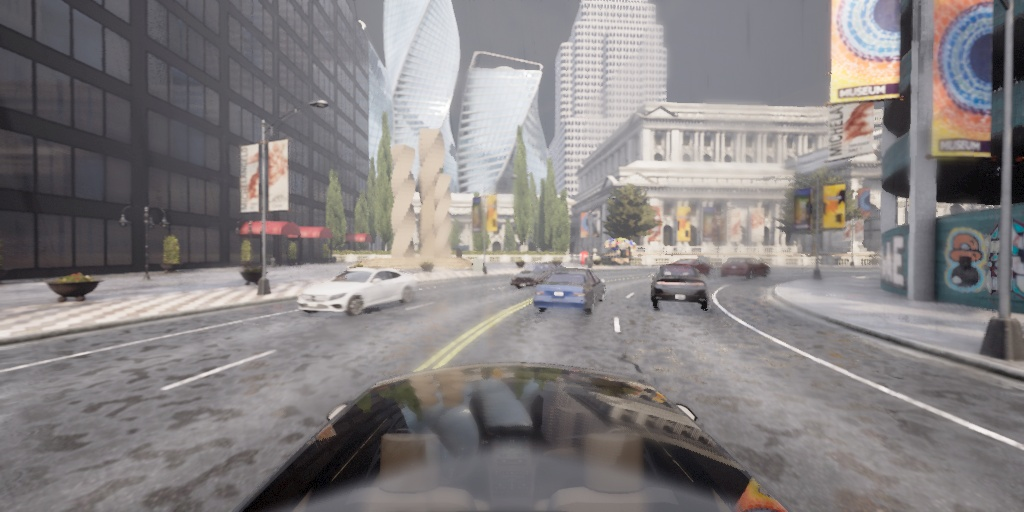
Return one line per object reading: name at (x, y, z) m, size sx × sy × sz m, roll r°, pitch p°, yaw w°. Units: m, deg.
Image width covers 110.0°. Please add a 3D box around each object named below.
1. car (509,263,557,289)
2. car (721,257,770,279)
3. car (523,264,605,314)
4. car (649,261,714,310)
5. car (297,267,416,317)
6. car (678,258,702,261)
car at (1.881, 1.097, 20.878) m, size 2.033 × 1.411 × 5.357 m, roll 1°, pitch 1°, yaw 30°
car at (18.834, 0.874, 28.830) m, size 4.553 × 1.767 × 2.097 m, roll 0°, pitch 1°, yaw -35°
car at (2.300, 1.180, 13.301) m, size 2.033 × 1.411 × 5.357 m, roll 0°, pitch 1°, yaw 20°
car at (6.549, 1.129, 14.206) m, size 2.128 × 1.511 × 4.902 m, roll 0°, pitch 1°, yaw 22°
car at (-5.206, 1.138, 12.783) m, size 1.812 × 1.442 × 4.674 m, roll 0°, pitch 1°, yaw 17°
car at (15.436, 0.967, 30.729) m, size 5.008 × 1.535 × 1.882 m, roll 0°, pitch 0°, yaw -37°
